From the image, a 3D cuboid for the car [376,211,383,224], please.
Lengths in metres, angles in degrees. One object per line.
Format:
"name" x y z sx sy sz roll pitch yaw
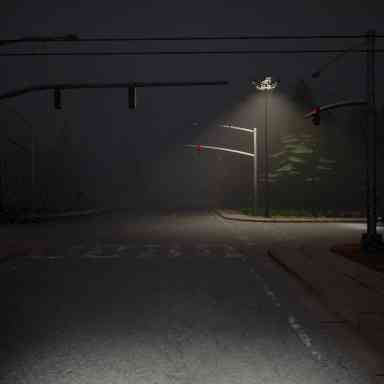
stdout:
"car" 14.896 1.513 22.121 4.892 1.490 1.837 0 0 1
